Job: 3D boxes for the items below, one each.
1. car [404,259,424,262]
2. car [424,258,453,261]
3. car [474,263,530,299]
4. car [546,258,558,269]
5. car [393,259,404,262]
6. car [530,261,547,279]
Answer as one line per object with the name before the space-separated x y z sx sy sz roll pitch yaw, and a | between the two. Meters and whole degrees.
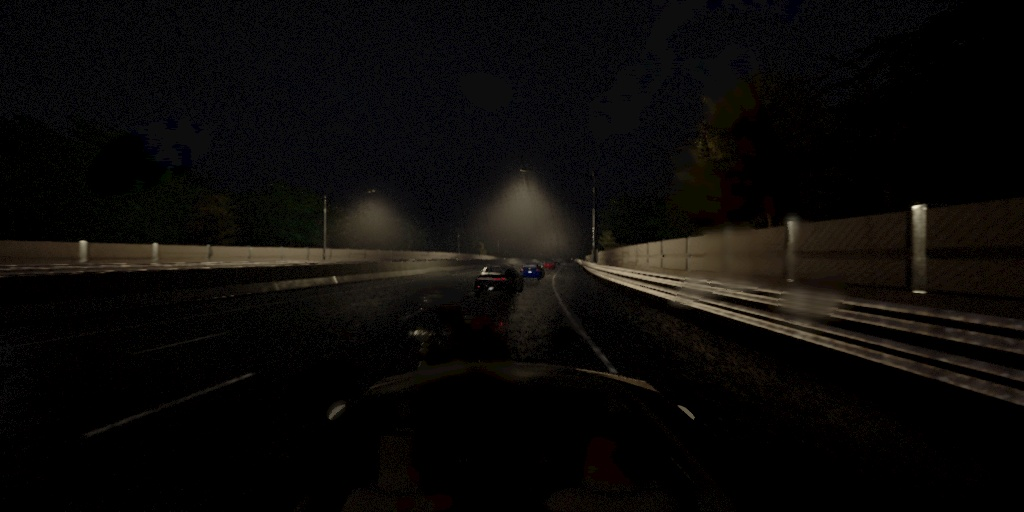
car | -15.222 1.242 58.658 1.837 1.490 4.892 0 0 10
car | -11.792 1.245 57.982 2.128 1.511 4.902 0 0 10
car | -0.545 1.238 18.139 2.128 1.511 4.902 0 0 9
car | 5.994 1.391 58.050 1.994 1.385 4.181 0 0 9
car | -18.553 1.228 59.847 1.837 1.490 4.892 0 0 10
car | 1.855 1.342 32.790 1.994 1.385 4.181 0 0 9
